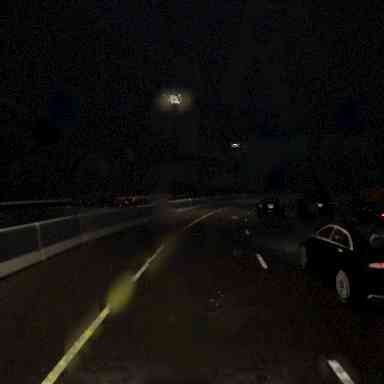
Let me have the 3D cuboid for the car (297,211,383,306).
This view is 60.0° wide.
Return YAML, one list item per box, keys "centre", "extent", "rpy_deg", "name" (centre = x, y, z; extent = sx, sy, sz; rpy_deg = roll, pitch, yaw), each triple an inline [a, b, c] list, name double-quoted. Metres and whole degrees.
- centre: [3.935, 1.450, 7.842]
  extent: [2.128, 1.511, 4.902]
  rpy_deg: [0, 0, 4]
  name: "car"

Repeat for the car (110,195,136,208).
- centre: [-8.148, 1.322, 42.676]
  extent: [1.895, 1.301, 4.718]
  rpy_deg: [0, 0, 15]
  name: "car"

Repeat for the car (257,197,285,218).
- centre: [6.566, 1.189, 27.955]
  extent: [2.097, 1.767, 4.553]
  rpy_deg: [0, 0, 11]
  name: "car"

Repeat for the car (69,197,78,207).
- centre: [-14.689, 1.198, 45.224]
  extent: [1.837, 1.490, 4.892]
  rpy_deg: [0, 1, 16]
  name: "car"

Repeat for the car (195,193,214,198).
- centre: [3.432, 0.973, 80.895]
  extent: [2.033, 1.411, 5.357]
  rpy_deg: [0, 0, 28]
  name: "car"

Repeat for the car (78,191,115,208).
- centre: [-11.744, 0.936, 42.799]
  extent: [2.150, 2.045, 5.566]
  rpy_deg: [0, 0, 15]
  name: "car"

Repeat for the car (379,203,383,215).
- centre: [7.492, 1.181, 8.734]
  extent: [2.150, 2.045, 5.566]
  rpy_deg: [0, 1, 4]
  name: "car"

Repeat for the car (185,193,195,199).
- centre: [0.377, 0.951, 82.603]
  extent: [2.033, 1.411, 5.357]
  rpy_deg: [0, 0, 28]
  name: "car"

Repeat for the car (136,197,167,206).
- centre: [-4.716, 1.278, 42.015]
  extent: [2.033, 1.411, 5.357]
  rpy_deg: [0, 0, 16]
  name: "car"

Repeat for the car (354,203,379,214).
- centre: [12.659, 1.428, 22.606]
  extent: [2.033, 1.411, 5.357]
  rpy_deg: [0, 0, 10]
  name: "car"

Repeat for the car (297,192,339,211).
- centre: [9.915, 1.070, 27.027]
  extent: [2.150, 2.045, 5.566]
  rpy_deg: [0, 0, 11]
  name: "car"
